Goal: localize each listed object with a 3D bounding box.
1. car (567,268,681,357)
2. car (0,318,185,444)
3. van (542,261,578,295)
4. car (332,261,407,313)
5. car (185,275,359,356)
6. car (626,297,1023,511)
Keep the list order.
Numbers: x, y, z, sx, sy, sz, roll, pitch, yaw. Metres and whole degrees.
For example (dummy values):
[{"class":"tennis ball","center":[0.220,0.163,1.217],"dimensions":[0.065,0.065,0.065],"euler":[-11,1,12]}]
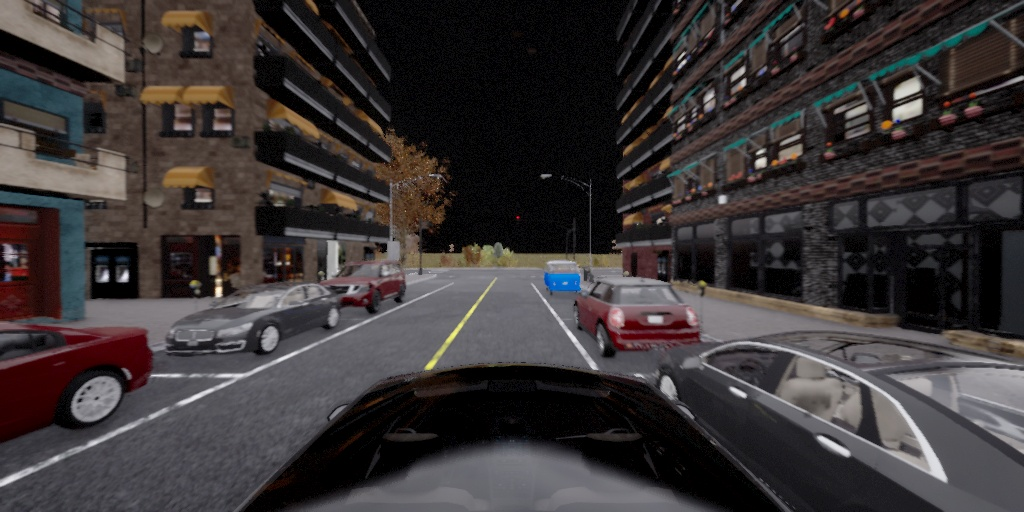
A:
[{"class":"car","center":[2.688,1.215,8.631],"dimensions":[1.967,1.591,4.097],"euler":[0,0,0]},{"class":"car","center":[-5.692,1.299,2.915],"dimensions":[1.888,1.381,4.507],"euler":[0,0,0]},{"class":"van","center":[2.688,1.155,19.959],"dimensions":[1.690,1.789,3.998],"euler":[0,0,0]},{"class":"car","center":[-5.693,1.110,14.246],"dimensions":[2.192,1.841,5.009],"euler":[0,0,0]},{"class":"car","center":[-5.692,1.326,8.581],"dimensions":[2.007,1.370,4.403],"euler":[0,0,0]},{"class":"car","center":[2.689,1.305,2.965],"dimensions":[2.007,1.370,4.403],"euler":[0,0,0]}]
